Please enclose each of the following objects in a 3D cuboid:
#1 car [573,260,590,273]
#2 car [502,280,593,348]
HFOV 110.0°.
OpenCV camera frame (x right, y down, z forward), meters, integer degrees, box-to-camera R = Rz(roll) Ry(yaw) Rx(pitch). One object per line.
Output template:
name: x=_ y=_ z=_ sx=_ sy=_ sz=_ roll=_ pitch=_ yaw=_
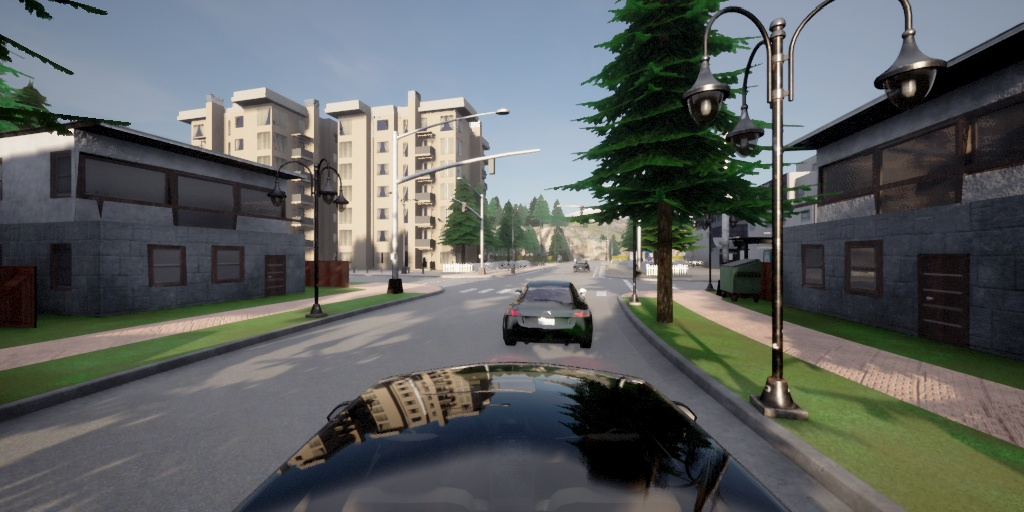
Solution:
car: x=8.733 y=1.275 z=44.861 sx=2.128 sy=1.511 sz=4.902 roll=0 pitch=0 yaw=14
car: x=0.994 y=1.314 z=9.313 sx=1.994 sy=1.385 sz=4.181 roll=0 pitch=0 yaw=8
